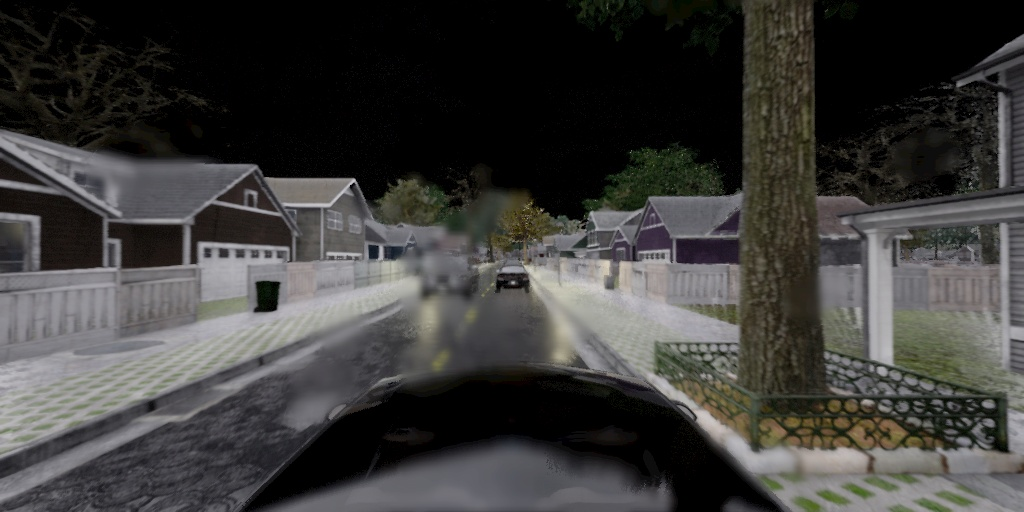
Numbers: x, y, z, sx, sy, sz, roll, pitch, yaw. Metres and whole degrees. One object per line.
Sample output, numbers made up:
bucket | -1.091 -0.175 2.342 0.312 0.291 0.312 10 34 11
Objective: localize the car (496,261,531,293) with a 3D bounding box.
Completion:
car | 0.069 1.240 21.151 1.882 1.535 5.008 0 0 0

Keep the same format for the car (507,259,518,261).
car | 0.090 1.139 41.485 2.097 1.767 4.553 0 0 0

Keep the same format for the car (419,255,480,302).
car | -2.791 0.982 17.276 2.150 2.045 5.566 0 0 0
